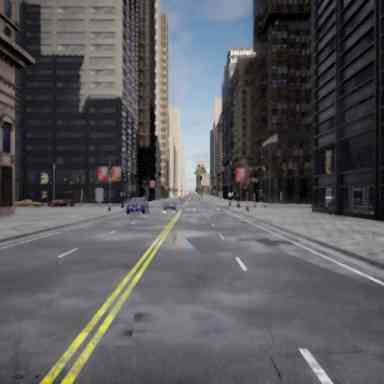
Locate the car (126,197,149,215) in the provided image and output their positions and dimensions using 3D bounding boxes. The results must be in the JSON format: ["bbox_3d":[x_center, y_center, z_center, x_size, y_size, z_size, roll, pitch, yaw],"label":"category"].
[{"bbox_3d":[-6.580,1.668,40.842,2.150,2.045,5.566,0,-1,0],"label":"car"}]

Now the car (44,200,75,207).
[{"bbox_3d":[-22.792,2.038,58.248,4.507,1.381,1.887,0,0,0],"label":"car"}]

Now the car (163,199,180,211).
[{"bbox_3d":[-3.273,2.085,50.000,2.033,1.411,5.357,0,-1,0],"label":"car"}]

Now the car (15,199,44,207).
[{"bbox_3d":[-28.246,1.974,58.215,4.829,1.417,1.752,0,0,0],"label":"car"}]
